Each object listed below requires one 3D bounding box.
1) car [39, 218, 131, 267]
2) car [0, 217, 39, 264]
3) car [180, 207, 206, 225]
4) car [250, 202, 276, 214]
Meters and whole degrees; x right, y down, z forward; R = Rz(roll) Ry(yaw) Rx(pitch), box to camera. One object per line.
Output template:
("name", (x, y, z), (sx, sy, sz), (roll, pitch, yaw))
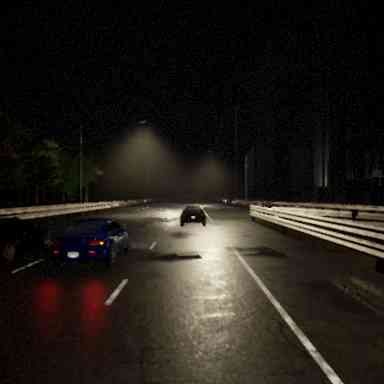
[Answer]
("car", (-3.407, 1.656, 11.841), (1.812, 1.442, 4.674), (0, -1, 0))
("car", (-6.907, 1.660, 12.262), (1.812, 1.442, 4.674), (0, -1, 0))
("car", (0.088, 1.857, 26.544), (1.994, 1.385, 4.181), (0, -1, 0))
("car", (8.877, 1.987, 41.482), (2.128, 1.511, 4.902), (0, -1, -12))
